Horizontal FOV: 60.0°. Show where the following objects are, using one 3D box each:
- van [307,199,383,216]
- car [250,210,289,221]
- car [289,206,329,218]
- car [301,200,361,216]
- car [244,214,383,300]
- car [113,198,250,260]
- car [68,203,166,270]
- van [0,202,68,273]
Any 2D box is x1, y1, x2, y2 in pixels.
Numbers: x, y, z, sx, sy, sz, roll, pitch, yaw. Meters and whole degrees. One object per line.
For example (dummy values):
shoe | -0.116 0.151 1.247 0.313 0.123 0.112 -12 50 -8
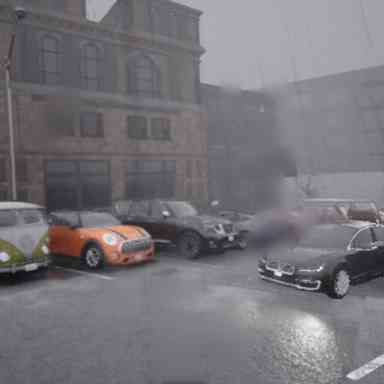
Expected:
van | 8.858 1.400 19.822 4.442 1.987 1.878 -1 -2 34
car | 1.444 1.562 14.650 4.792 1.488 2.163 -1 -1 34
car | 3.903 1.598 16.377 4.674 1.452 2.002 -1 -1 34
car | 6.354 1.464 18.110 4.553 1.767 2.185 -1 -1 34
car | 3.828 1.528 8.580 4.892 1.490 1.837 1 0 -36
car | -0.936 1.262 12.887 5.566 2.045 2.435 -1 -1 34
car | -3.422 1.374 11.169 4.553 1.767 2.185 -1 -1 35
van | -5.733 1.269 9.342 4.442 1.987 1.878 -1 0 35
